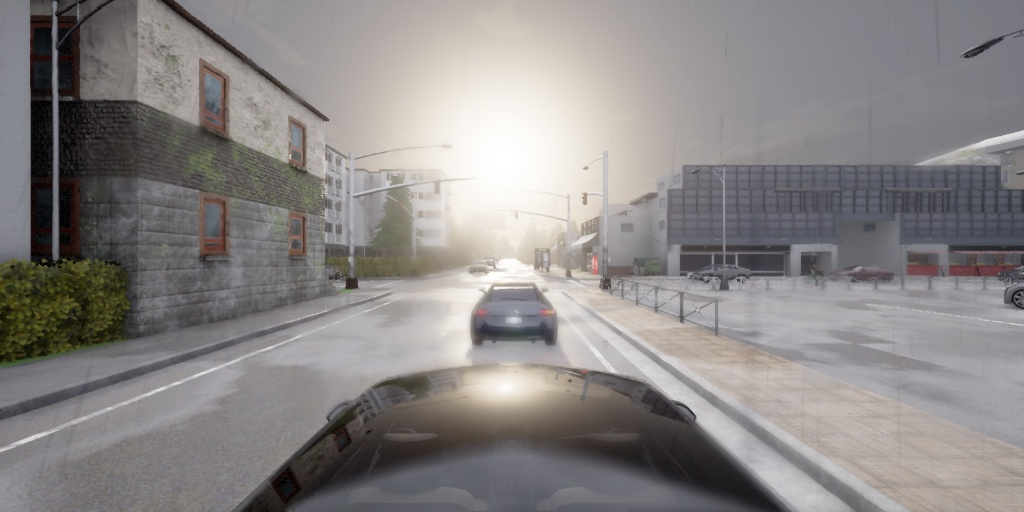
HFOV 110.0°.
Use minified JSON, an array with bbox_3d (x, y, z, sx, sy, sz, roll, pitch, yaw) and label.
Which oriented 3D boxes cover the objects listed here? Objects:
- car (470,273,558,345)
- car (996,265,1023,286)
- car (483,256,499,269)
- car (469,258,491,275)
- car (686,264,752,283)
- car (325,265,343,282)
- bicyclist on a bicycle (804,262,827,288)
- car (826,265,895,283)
[{"bbox_3d":[0.053,1.314,9.502,1.994,1.385,4.181,0,0,0],"label":"car"},{"bbox_3d":[43.265,1.452,29.642,4.674,1.442,1.812,0,0,0],"label":"car"},{"bbox_3d":[-3.654,0.972,56.476,2.150,2.045,5.566,0,0,0],"label":"car"},{"bbox_3d":[-3.592,1.255,39.514,1.837,1.490,4.892,0,0,-1],"label":"car"},{"bbox_3d":[17.032,1.418,29.600,4.902,1.511,2.128,0,0,0],"label":"car"},{"bbox_3d":[-16.528,1.418,29.417,4.902,1.511,2.128,0,0,0],"label":"car"},{"bbox_3d":[18.689,1.227,22.123,0.582,1.620,1.656,0,0,0],"label":"bicyclist on a bicycle"},{"bbox_3d":[28.780,1.452,29.632,4.674,1.442,1.812,0,0,0],"label":"car"}]
